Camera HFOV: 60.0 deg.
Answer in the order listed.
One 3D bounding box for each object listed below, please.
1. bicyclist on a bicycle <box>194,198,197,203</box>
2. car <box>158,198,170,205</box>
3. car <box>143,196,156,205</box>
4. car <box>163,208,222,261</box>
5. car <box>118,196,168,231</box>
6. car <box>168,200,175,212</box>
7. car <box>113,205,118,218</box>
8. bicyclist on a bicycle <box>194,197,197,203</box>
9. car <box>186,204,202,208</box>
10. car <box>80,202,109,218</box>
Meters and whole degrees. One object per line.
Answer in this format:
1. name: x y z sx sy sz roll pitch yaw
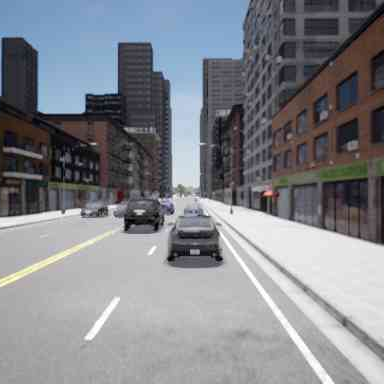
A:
1. bicyclist on a bicycle: 1.052 2.277 84.937 0.582 1.620 1.656 0 -1 0
2. car: -6.360 2.137 76.080 2.128 1.511 4.902 0 -1 0
3. car: -9.609 1.836 76.060 2.150 2.045 5.566 0 -1 0
4. car: 0.108 1.618 12.792 1.837 1.490 4.892 0 0 0
5. car: -3.109 1.414 22.415 2.150 2.045 5.566 0 -1 0
6. car: -3.077 1.885 40.011 1.812 1.442 4.674 0 0 0
7. car: -6.536 1.651 33.806 2.097 1.767 4.553 0 -1 0
8. bicyclist on a bicycle: 1.064 2.358 93.935 0.866 1.612 1.509 0 -1 0
9. car: 0.151 1.819 30.890 2.033 1.411 5.357 0 -1 0
10. car: -9.787 1.790 33.708 2.128 1.511 4.902 0 -1 0
